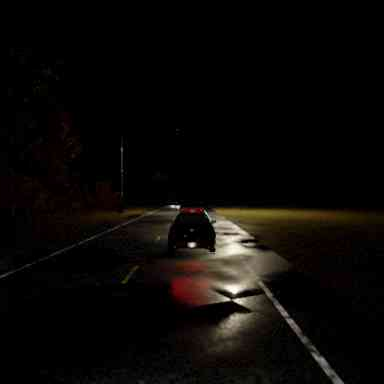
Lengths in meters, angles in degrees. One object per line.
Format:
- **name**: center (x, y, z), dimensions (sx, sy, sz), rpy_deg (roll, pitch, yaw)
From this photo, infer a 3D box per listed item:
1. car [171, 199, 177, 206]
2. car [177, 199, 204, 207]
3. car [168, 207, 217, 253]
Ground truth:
- **car**: center (-3.487, 2.192, 71.788), dimensions (2.128, 1.511, 4.902), rpy_deg (0, -1, 0)
- **car**: center (0.008, 1.621, 29.080), dimensions (2.097, 1.767, 4.553), rpy_deg (0, -1, 0)
- **car**: center (0.007, 1.641, 14.305), dimensions (1.837, 1.490, 4.892), rpy_deg (0, 0, 0)
